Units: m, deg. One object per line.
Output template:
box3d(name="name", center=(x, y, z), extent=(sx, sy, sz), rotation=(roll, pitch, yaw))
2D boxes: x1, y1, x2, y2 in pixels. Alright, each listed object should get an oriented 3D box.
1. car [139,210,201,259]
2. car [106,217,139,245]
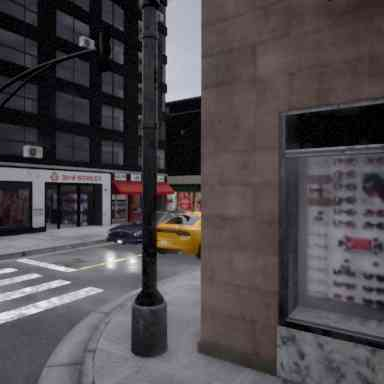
box3d(name="car", center=(0.461, 1.501, 12.875), extent=(1.882, 1.535, 5.008), rotation=(0, 0, 33))
box3d(name="car", center=(-1.372, 1.564, 15.272), extent=(2.033, 1.411, 5.357), rotation=(0, 0, 33))
